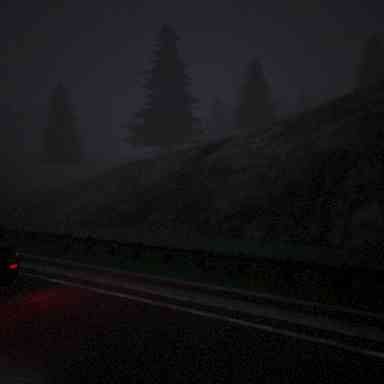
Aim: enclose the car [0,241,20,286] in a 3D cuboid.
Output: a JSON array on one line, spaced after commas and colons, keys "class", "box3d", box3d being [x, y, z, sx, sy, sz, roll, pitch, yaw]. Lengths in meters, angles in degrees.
[{"class": "car", "box3d": [-5.999, 1.525, 7.962, 4.674, 1.442, 1.812, -1, 1, 33]}]
